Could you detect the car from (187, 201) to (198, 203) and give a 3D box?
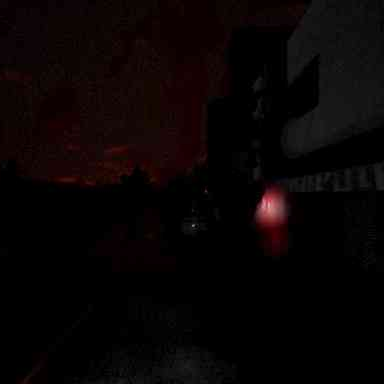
[{"bbox_3d":[0.101,1.899,40.480,1.837,1.490,4.892,0,-1,0],"label":"car"}]

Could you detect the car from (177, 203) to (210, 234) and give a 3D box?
[{"bbox_3d":[0.101,1.693,20.594,2.128,1.511,4.902,0,-1,0],"label":"car"}]
